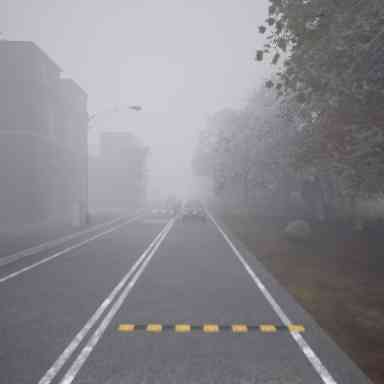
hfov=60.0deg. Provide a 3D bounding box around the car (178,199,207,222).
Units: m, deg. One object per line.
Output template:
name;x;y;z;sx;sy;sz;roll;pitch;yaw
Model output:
car;0.185;1.544;26.011;2.033;1.411;5.357;0;0;0

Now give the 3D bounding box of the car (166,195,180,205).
car;-3.211;1.258;55.950;2.097;1.767;4.553;0;0;0
